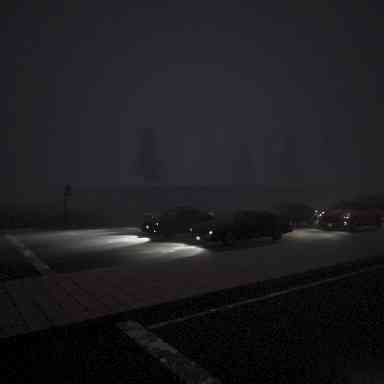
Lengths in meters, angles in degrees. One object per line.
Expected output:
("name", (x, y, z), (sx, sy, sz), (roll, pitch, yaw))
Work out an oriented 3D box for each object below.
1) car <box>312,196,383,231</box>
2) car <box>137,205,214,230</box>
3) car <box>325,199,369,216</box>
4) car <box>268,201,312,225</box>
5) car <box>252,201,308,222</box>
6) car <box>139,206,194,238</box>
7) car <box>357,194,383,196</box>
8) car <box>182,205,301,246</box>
("car", (9.902, 1.352, 20.716), (4.553, 1.767, 2.097), (0, 0, -35))
("car", (-0.986, 1.601, 21.636), (4.718, 1.301, 1.895), (0, 0, -35))
("car", (15.623, 1.505, 33.359), (4.892, 1.490, 1.837), (0, 0, -35))
("car", (6.539, 1.505, 22.633), (4.892, 1.490, 1.837), (0, 0, -35))
("car", (7.324, 1.505, 27.465), (4.892, 1.490, 1.837), (0, 0, -35))
("car", (-0.582, 1.564, 17.650), (4.181, 1.385, 1.994), (0, 0, -35))
("car", (15.157, 1.221, 28.735), (5.566, 2.045, 2.150), (0, 0, -35))
("car", (2.428, 1.547, 15.493), (5.357, 1.411, 2.033), (0, 0, -35))
